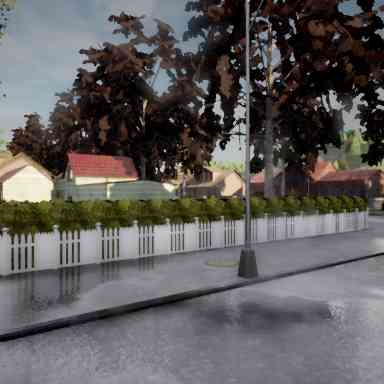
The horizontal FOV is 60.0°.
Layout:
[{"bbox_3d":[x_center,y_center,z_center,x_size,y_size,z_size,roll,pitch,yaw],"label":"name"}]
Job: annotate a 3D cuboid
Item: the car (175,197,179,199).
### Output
[{"bbox_3d":[-3.294,1.526,57.280,1.812,1.442,4.674,0,0,-35],"label":"car"}]
